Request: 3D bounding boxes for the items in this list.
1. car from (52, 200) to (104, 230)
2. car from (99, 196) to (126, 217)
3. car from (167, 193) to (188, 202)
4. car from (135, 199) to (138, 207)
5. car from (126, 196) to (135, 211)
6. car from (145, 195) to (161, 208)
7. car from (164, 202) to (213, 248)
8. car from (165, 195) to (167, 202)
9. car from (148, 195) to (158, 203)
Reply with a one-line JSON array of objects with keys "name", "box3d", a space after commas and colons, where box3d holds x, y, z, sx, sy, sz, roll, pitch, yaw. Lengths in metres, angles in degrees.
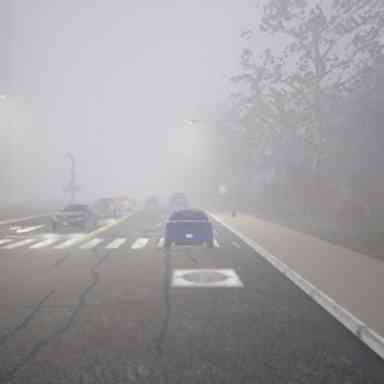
[{"name": "car", "box3d": [-7.100, 1.470, 20.707, 1.812, 1.442, 4.674, 0, 0, -2]}, {"name": "car", "box3d": [-7.556, 1.267, 29.660, 2.097, 1.767, 4.553, 0, 0, -3]}, {"name": "car", "box3d": [-1.691, 1.090, 41.007, 2.150, 2.045, 5.566, 0, 0, -5]}, {"name": "car", "box3d": [-8.952, 1.414, 48.102, 1.994, 1.385, 4.181, 0, 0, -6]}, {"name": "car", "box3d": [-8.096, 1.237, 38.240, 2.097, 1.767, 4.553, 0, 0, -4]}, {"name": "car", "box3d": [-5.263, 1.364, 44.418, 1.837, 1.490, 4.892, 0, 0, -5]}, {"name": "car", "box3d": [-0.175, 1.436, 14.546, 1.882, 1.535, 5.008, 0, 0, -2]}, {"name": "car", "box3d": [-4.336, 1.259, 65.592, 1.882, 1.535, 5.008, 0, -1, -7]}, {"name": "car", "box3d": [-7.349, 1.272, 62.793, 1.882, 1.535, 5.008, 0, 0, -7]}]
